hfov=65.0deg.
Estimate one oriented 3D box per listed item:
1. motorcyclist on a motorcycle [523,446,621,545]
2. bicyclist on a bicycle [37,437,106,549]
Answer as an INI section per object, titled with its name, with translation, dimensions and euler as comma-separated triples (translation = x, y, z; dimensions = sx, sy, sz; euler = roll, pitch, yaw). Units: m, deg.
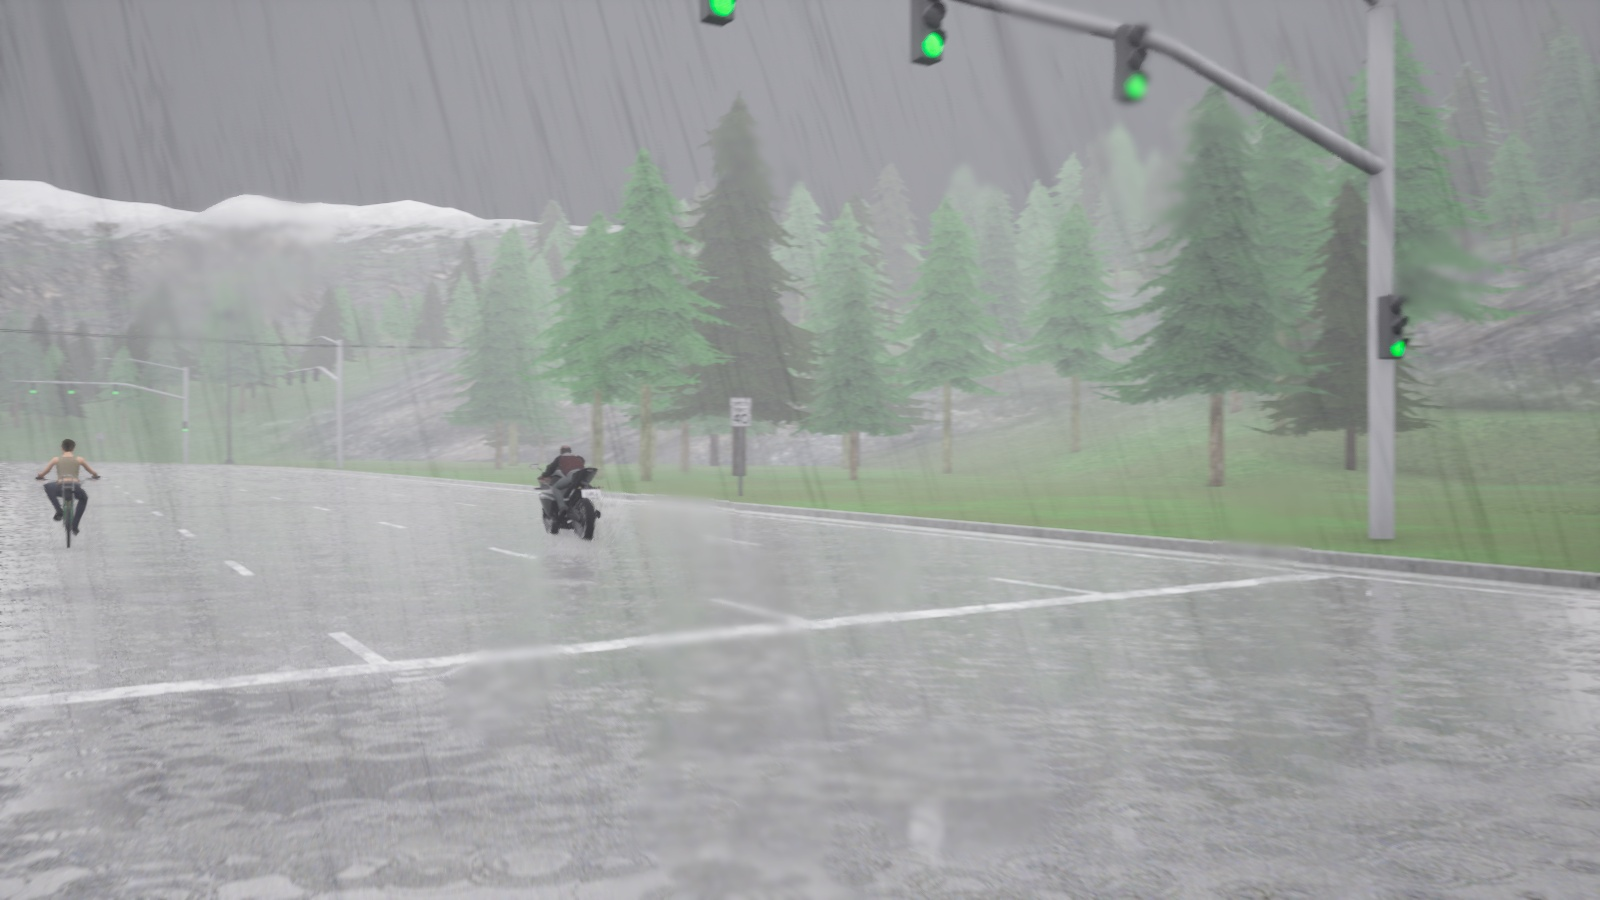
[motorcyclist on a motorcycle]
translation = -3.757, 0.694, 20.532
dimensions = 0.866, 1.530, 2.191
euler = 0, 0, -30
[bicyclist on a bicycle]
translation = -11.018, 0.614, 19.013
dimensions = 0.866, 1.612, 1.509
euler = 0, 0, -30
